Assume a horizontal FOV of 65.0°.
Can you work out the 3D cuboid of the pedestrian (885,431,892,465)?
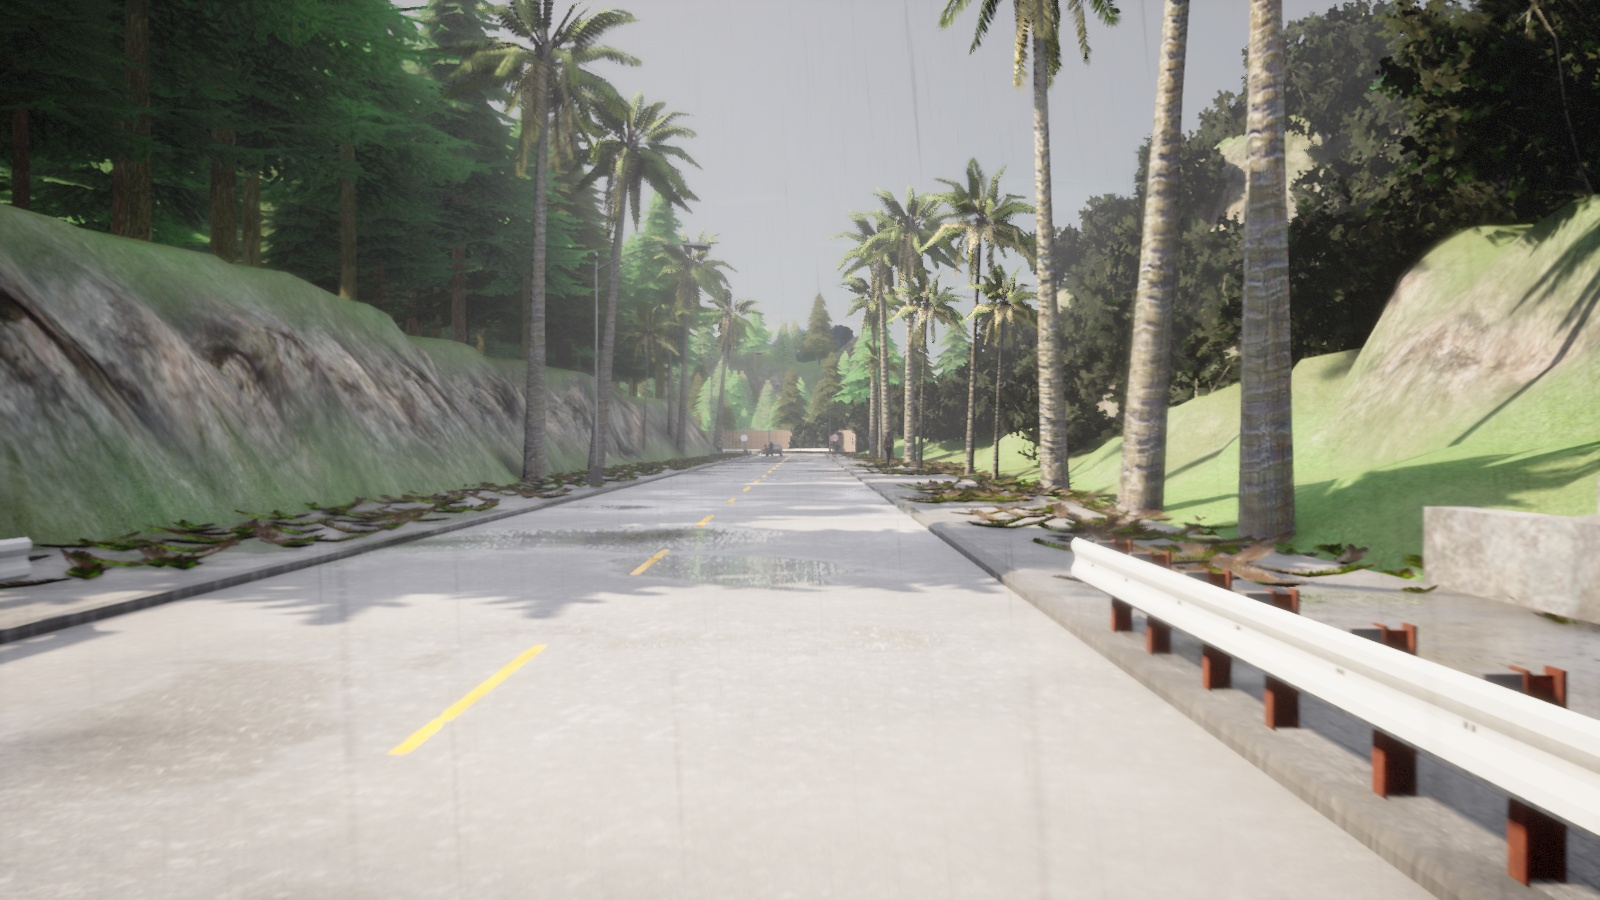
[{"bbox_3d":[4.725,-0.119,66.882,0.328,1.805,0.869,0,0,1],"label":"pedestrian"}]
